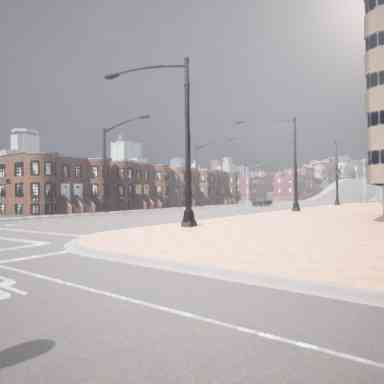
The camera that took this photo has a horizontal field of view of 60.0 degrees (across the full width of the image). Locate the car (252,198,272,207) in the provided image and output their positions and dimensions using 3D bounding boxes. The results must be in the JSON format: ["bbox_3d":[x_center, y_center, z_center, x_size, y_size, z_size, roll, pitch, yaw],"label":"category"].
[{"bbox_3d":[11.939,1.729,56.591,1.882,1.535,5.008,-1,-1,37],"label":"car"}]
